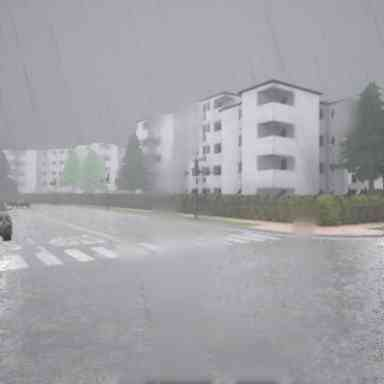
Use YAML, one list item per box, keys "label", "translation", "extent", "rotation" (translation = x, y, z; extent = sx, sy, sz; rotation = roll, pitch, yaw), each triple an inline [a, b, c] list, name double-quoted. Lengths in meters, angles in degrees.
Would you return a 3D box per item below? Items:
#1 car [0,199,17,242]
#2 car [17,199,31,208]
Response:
- label: "car"
  translation: [-10.242, 1.256, 16.251]
  extent: [2.150, 2.045, 5.566]
  rotation: [0, 0, -34]
- label: "car"
  translation: [-25.991, 1.700, 49.911]
  extent: [1.895, 1.301, 4.718]
  rotation: [0, 0, -45]
